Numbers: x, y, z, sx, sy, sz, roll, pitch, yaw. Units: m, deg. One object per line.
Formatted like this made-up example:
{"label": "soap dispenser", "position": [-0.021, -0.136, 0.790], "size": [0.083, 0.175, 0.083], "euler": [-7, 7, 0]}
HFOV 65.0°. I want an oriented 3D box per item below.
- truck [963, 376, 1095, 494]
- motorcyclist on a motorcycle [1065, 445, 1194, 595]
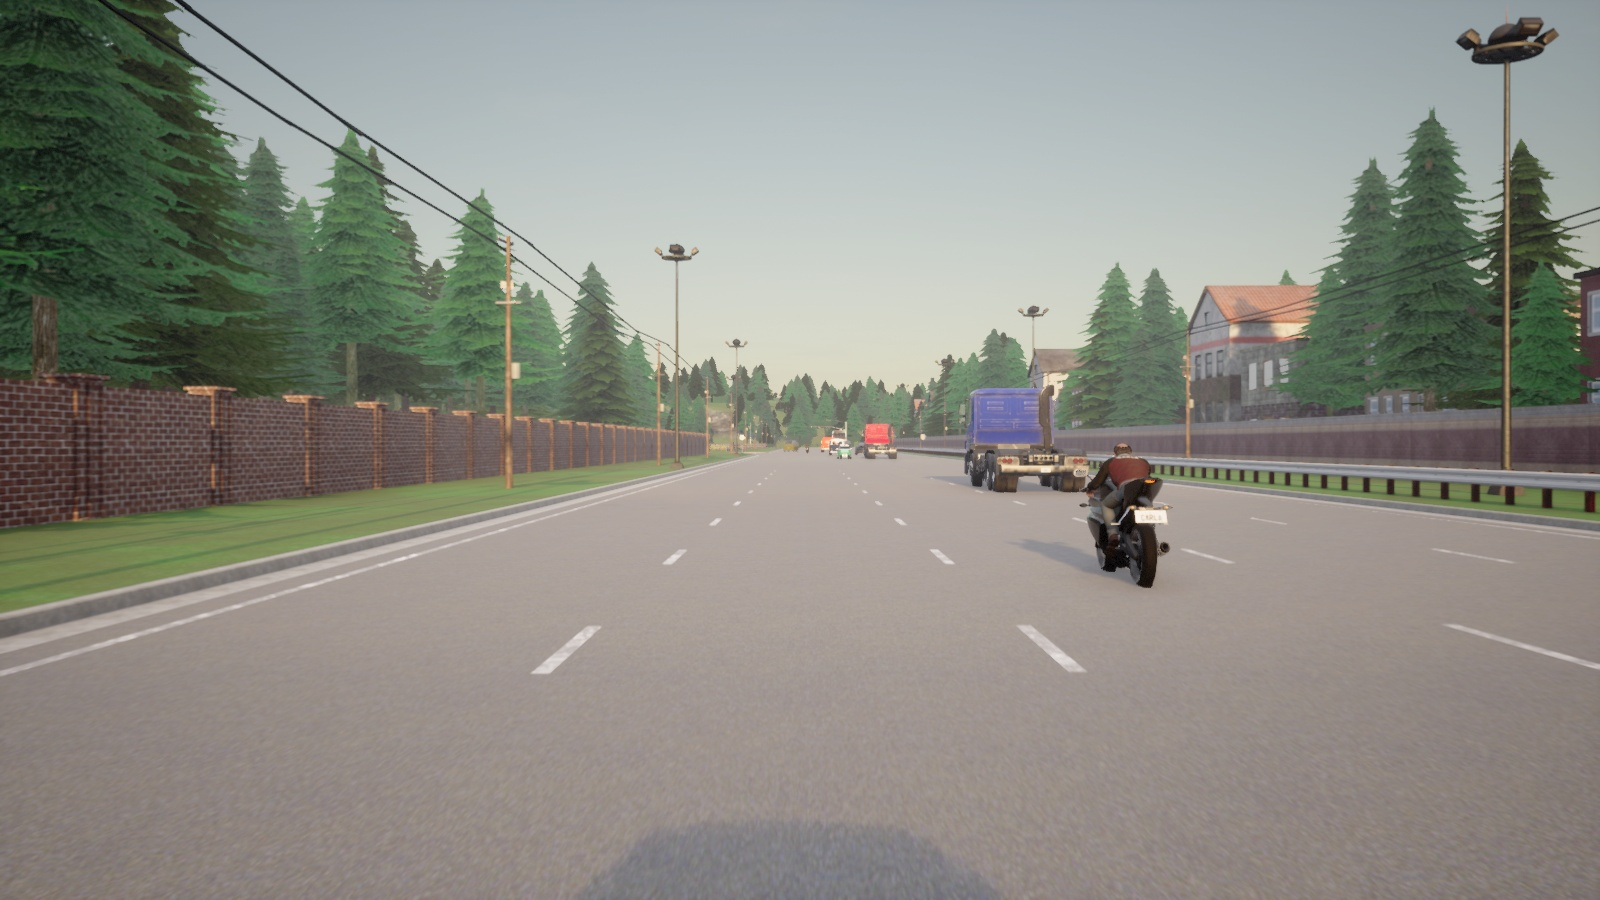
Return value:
{"label": "truck", "position": [7.249, -0.453, 40.914], "size": [2.891, 3.462, 7.936], "euler": [0, 0, 0]}
{"label": "motorcyclist on a motorcycle", "position": [3.595, 0.708, 13.931], "size": [0.866, 1.530, 2.191], "euler": [0, 0, 0]}
